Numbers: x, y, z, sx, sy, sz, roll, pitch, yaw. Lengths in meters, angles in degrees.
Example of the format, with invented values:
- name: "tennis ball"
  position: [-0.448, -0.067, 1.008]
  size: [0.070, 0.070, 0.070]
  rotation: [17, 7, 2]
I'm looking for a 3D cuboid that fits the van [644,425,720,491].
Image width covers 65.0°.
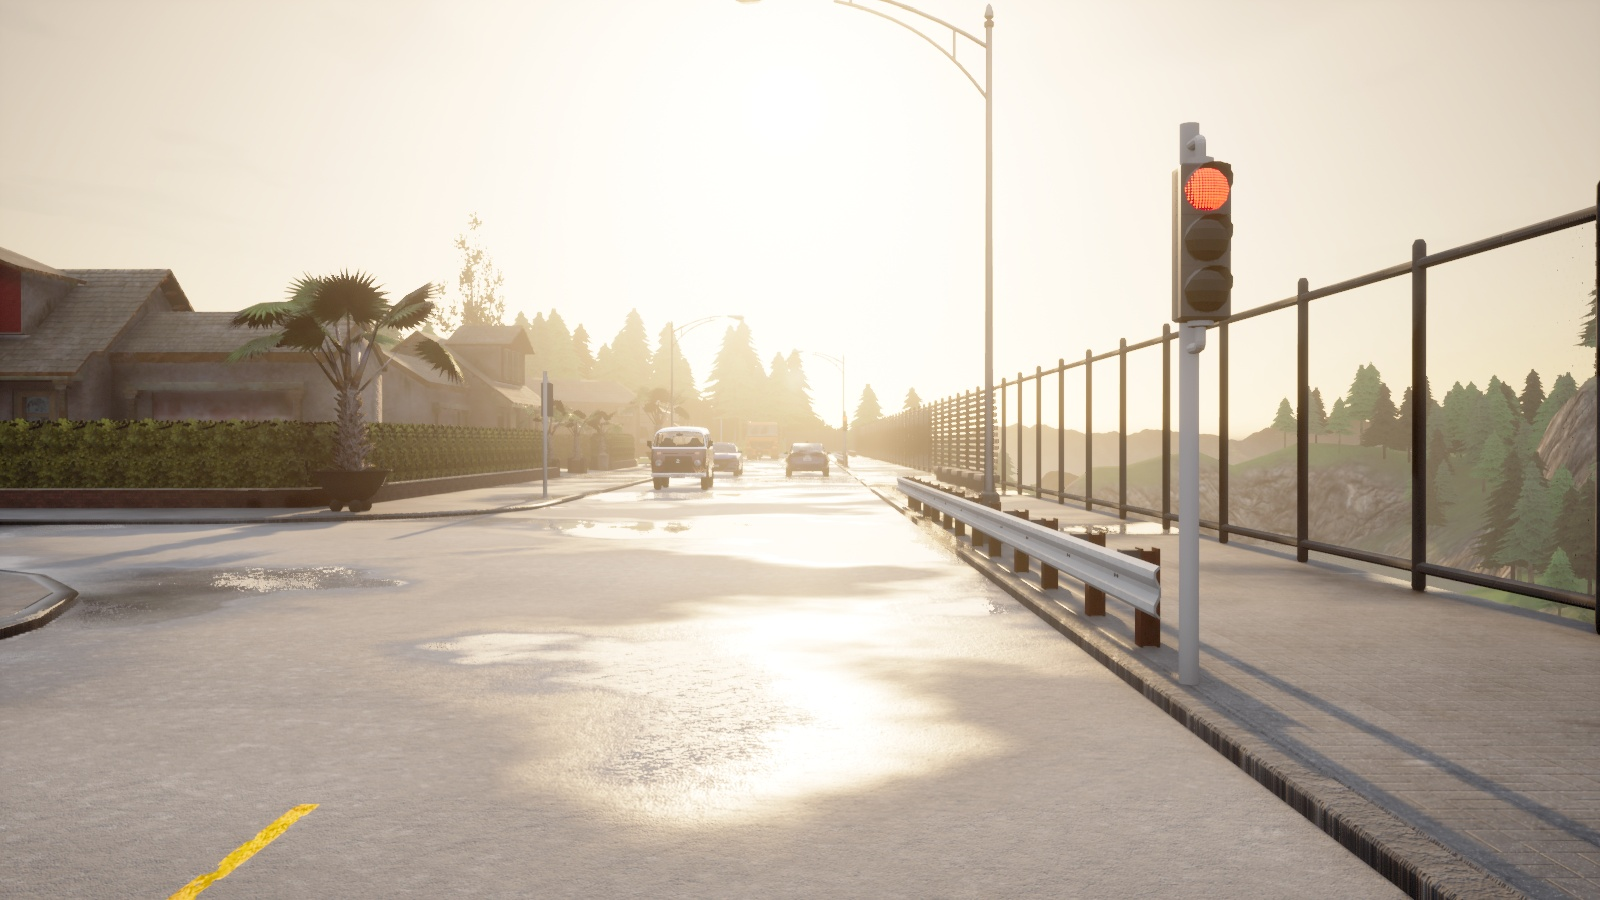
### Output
- name: "van"
  position: [-3.779, 0.236, 40.949]
  size: [2.069, 2.038, 4.480]
  rotation: [0, 0, 0]

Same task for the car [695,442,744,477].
- name: "car"
  position: [-3.659, 0.396, 57.693]
  size: [1.882, 1.535, 5.008]
  rotation: [0, 0, 0]

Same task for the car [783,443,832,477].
- name: "car"
  position: [0.337, 0.424, 57.103]
  size: [2.163, 1.488, 4.792]
  rotation: [0, 0, 0]
